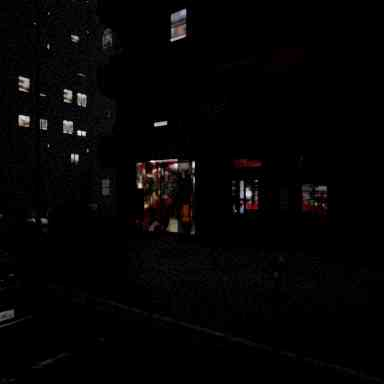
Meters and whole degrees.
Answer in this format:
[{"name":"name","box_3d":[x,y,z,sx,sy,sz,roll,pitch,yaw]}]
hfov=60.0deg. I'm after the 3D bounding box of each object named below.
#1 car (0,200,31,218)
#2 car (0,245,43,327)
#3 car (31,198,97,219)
[{"name":"car","box_3d":[-14.039,1.350,26.071,2.008,1.369,4.403,1,1,35]},{"name":"car","box_3d":[-4.473,1.551,6.062,4.403,1.369,2.008,0,0,35]},{"name":"car","box_3d":[-10.288,1.324,26.937,1.994,1.385,4.181,0,1,35]}]
